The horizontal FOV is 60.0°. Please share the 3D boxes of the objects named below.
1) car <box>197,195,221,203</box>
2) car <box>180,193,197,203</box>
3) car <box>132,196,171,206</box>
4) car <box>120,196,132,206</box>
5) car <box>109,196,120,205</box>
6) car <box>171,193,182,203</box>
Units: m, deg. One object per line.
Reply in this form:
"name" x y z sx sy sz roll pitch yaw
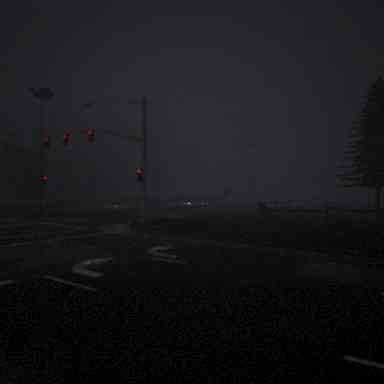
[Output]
"car" 3.811 1.422 65.356 2.128 1.511 4.902 0 0 36
"car" 0.496 1.468 66.719 2.033 1.411 5.357 0 0 35
"car" -6.145 1.477 51.181 2.033 1.411 5.357 0 0 35
"car" -8.664 1.413 53.672 2.128 1.511 4.902 0 0 35
"car" -11.705 1.440 55.417 1.812 1.442 4.674 0 0 35
"car" -2.478 1.138 68.562 2.150 2.045 5.566 0 0 35
